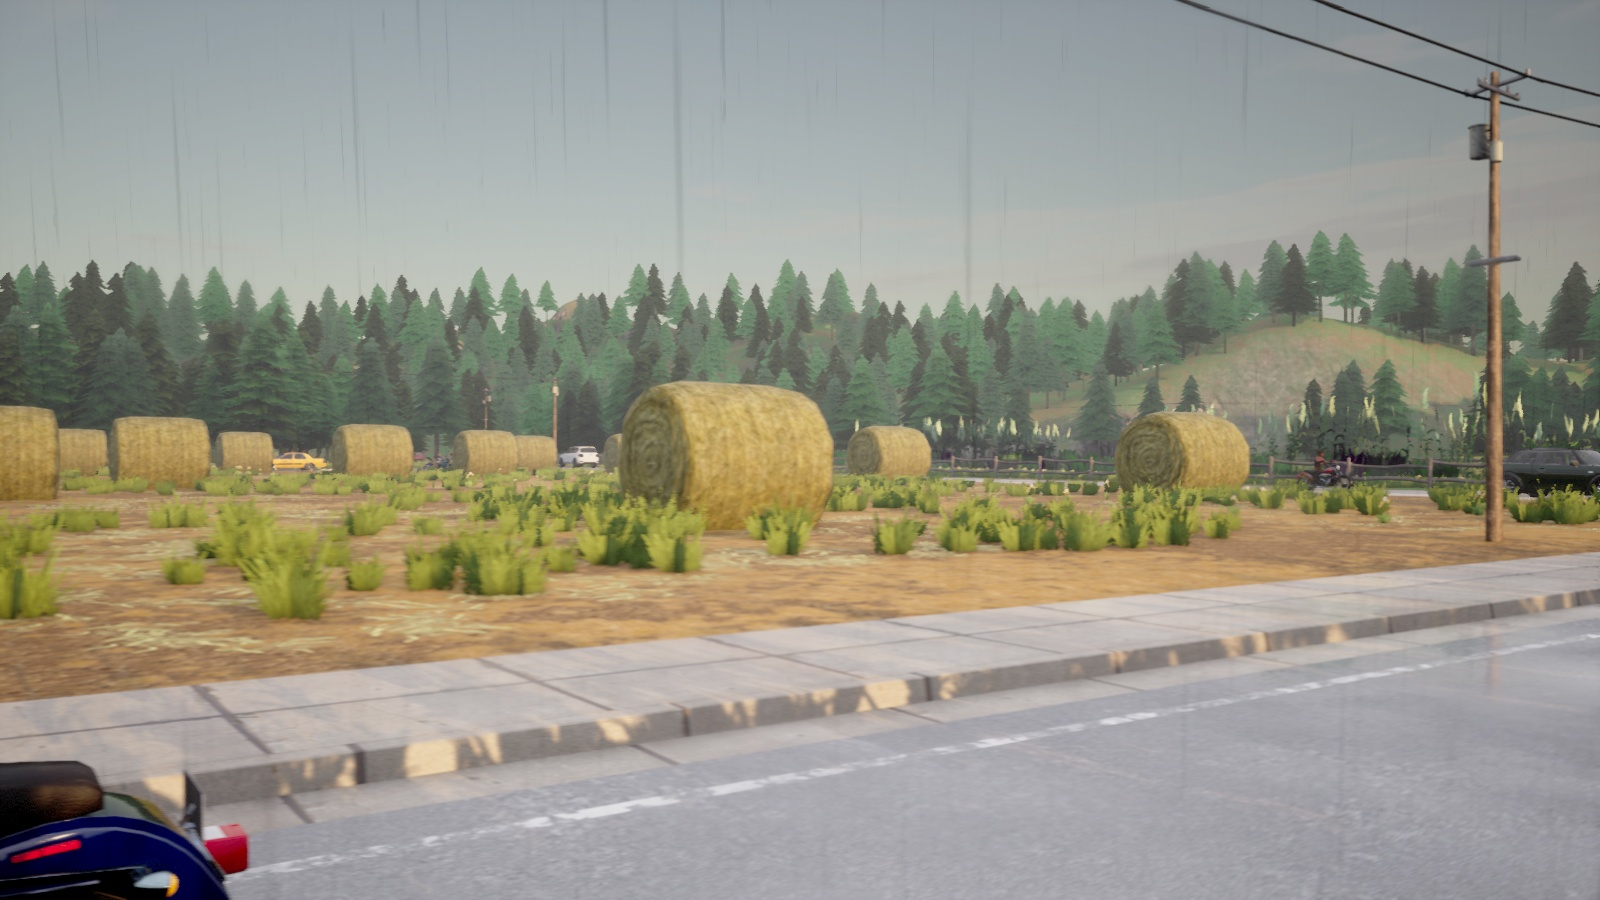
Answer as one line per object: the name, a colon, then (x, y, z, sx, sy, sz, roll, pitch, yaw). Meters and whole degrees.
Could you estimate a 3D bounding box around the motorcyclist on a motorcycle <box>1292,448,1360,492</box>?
motorcyclist on a motorcycle: (19.790, 0.734, 47.327, 0.766, 1.649, 2.350, 0, 0, -32)

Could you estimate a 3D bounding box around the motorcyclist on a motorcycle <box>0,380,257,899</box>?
motorcyclist on a motorcycle: (-2.250, 0.705, 2.111, 2.350, 1.649, 0.766, 0, 0, -34)

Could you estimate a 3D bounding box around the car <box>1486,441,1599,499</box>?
car: (24.539, 0.614, 39.691, 2.097, 1.767, 4.553, 0, 0, -32)
